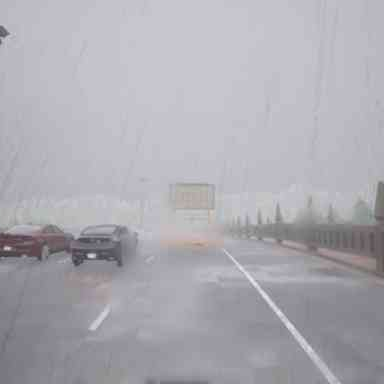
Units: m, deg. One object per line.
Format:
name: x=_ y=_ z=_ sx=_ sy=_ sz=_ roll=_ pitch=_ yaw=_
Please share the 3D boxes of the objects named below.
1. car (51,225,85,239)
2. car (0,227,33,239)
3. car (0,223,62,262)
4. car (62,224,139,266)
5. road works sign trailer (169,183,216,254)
car: x=-14.083 y=4.599 z=38.094 sx=1.882 sy=1.535 sz=5.008 roll=0 pitch=-7 yaw=0
car: x=-21.076 y=4.879 z=39.800 sx=1.994 sy=1.385 sz=4.181 roll=0 pitch=-6 yaw=0
car: x=-6.897 y=2.150 z=14.960 sx=1.882 sy=1.535 sz=5.008 roll=0 pitch=-4 yaw=0
car: x=-3.397 y=2.083 z=13.719 sx=1.837 sy=1.490 sz=4.892 roll=0 pitch=-4 yaw=0
road works sign trailer: x=0.004 y=1.341 z=17.523 sx=2.380 sy=3.560 sz=2.880 roll=0 pitch=-5 yaw=0
